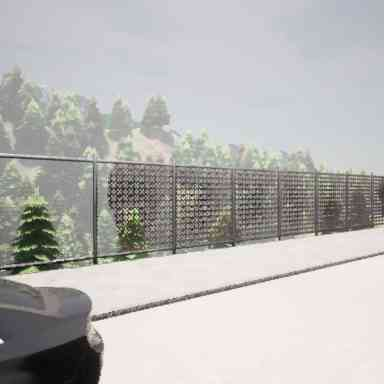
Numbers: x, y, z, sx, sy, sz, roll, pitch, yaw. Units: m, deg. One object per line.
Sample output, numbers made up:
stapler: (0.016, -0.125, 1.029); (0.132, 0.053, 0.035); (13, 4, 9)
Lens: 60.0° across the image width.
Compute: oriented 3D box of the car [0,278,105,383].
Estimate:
car: (-3.122, 1.505, 2.373); (4.892, 1.490, 1.837); (0, 0, -36)
